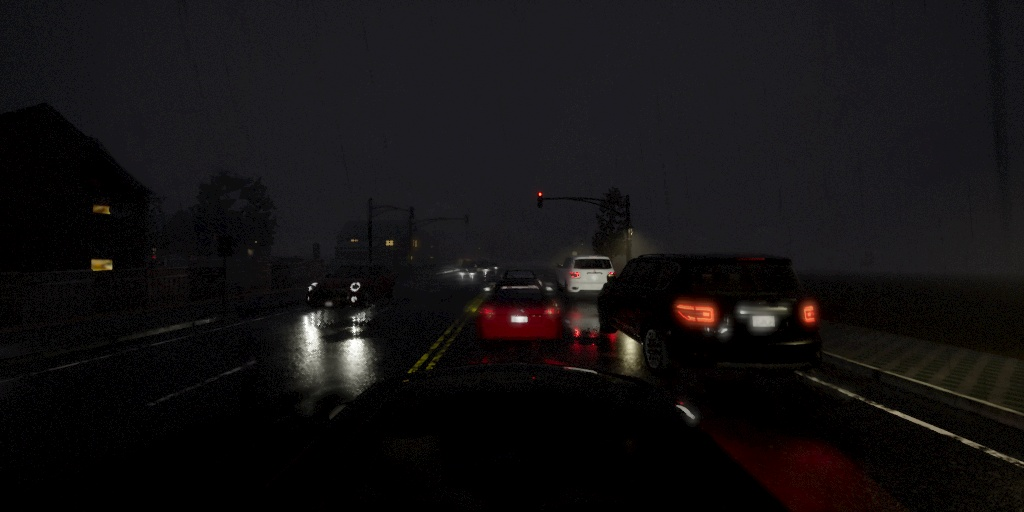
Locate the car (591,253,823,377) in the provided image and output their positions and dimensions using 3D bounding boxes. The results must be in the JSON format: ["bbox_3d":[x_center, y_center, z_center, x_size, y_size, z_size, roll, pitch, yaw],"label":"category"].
[{"bbox_3d":[3.402,0.974,7.512,2.150,2.045,5.566,0,0,0],"label":"car"}]

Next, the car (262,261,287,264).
[{"bbox_3d":[-20.869,0.940,33.205,4.892,1.490,1.837,1,-1,16],"label":"car"}]

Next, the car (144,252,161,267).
[{"bbox_3d":[-40.288,0.625,38.641,4.892,1.490,1.837,1,-1,16],"label":"car"}]

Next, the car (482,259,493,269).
[{"bbox_3d":[-4.712,1.352,57.465,1.837,1.490,4.892,0,0,4],"label":"car"}]

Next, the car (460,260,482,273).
[{"bbox_3d":[-5.413,1.366,45.925,2.033,1.411,5.357,0,0,0],"label":"car"}]

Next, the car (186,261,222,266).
[{"bbox_3d":[-30.409,0.829,35.872,5.357,1.411,2.033,1,-1,16],"label":"car"}]

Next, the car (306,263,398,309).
[{"bbox_3d":[-6.448,1.113,14.938,2.097,1.767,4.553,0,0,1],"label":"car"}]

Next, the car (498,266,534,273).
[{"bbox_3d":[0.343,1.364,18.443,1.895,1.301,4.718,0,0,-3],"label":"car"}]

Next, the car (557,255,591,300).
[{"bbox_3d":[3.555,0.983,17.870,2.150,2.045,5.566,0,0,1],"label":"car"}]

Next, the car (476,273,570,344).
[{"bbox_3d":[0.178,1.319,9.634,1.994,1.385,4.181,0,0,0],"label":"car"}]

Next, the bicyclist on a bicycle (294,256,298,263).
[{"bbox_3d":[-24.185,0.781,40.222,0.582,1.620,1.656,1,-1,16],"label":"bicyclist on a bicycle"}]
